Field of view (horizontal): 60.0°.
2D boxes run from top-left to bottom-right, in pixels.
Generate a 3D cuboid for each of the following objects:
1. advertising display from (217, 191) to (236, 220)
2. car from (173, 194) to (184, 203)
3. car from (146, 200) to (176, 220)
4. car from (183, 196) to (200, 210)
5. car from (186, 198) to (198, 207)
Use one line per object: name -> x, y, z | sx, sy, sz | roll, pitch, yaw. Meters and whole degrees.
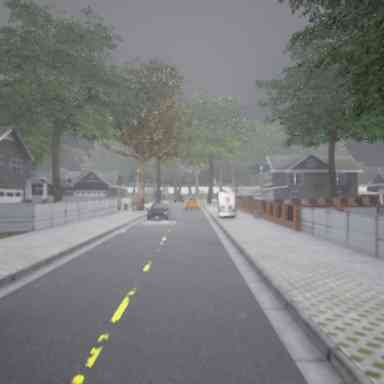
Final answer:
advertising display -> 2.993, 1.151, 28.616 | 1.540, 2.440, 0.280 | -1, -1, 0
car -> -2.748, 1.349, 70.809 | 2.150, 2.045, 5.566 | 0, 0, 0
car -> -2.848, 1.675, 29.553 | 2.033, 1.411, 5.357 | 0, 0, 0
car -> 0.063, 1.639, 45.222 | 1.882, 1.535, 5.008 | 0, -1, 0
car -> 0.002, 1.688, 55.071 | 1.812, 1.442, 4.674 | 0, 0, 0
